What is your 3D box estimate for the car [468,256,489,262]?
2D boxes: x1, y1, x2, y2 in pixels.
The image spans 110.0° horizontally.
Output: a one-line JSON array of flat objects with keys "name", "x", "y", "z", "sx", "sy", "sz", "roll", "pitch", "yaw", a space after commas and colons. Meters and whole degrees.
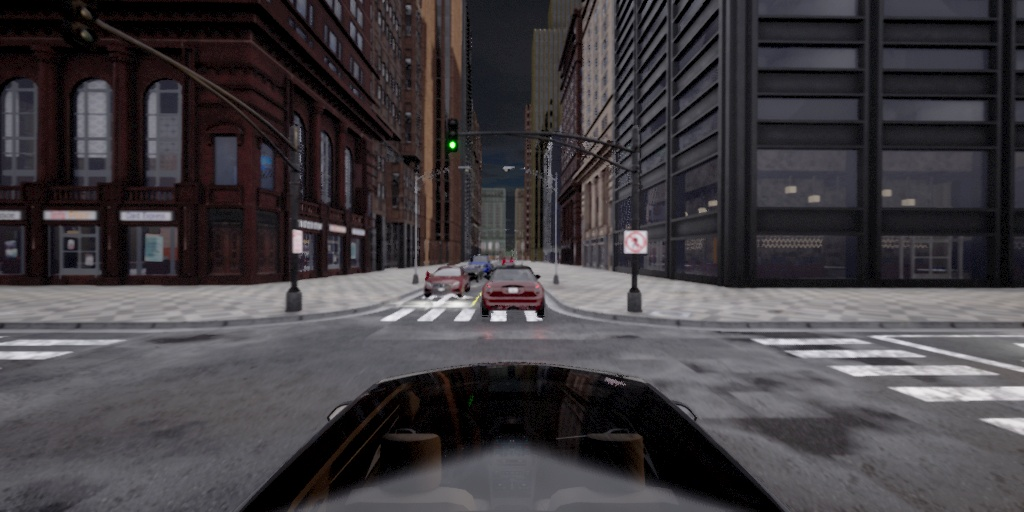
[{"name": "car", "x": -3.387, "y": 0.993, "z": 37.999, "sx": 2.150, "sy": 2.045, "sz": 5.566, "roll": 0, "pitch": 0, "yaw": -1}]

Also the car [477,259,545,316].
[{"name": "car", "x": 0.014, "y": 1.106, "z": 13.438, "sx": 2.097, "sy": 1.767, "sz": 4.553, "roll": 0, "pitch": 0, "yaw": -1}]

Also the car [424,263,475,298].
[{"name": "car", "x": -3.251, "y": 1.274, "z": 18.798, "sx": 1.812, "sy": 1.442, "sz": 4.674, "roll": 0, "pitch": 0, "yaw": 0}]

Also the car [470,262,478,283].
[{"name": "car", "x": -3.343, "y": 1.359, "z": 28.154, "sx": 1.895, "sy": 1.301, "sz": 4.718, "roll": 0, "pitch": 0, "yaw": 0}]

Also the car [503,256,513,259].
[{"name": "car", "x": -0.669, "y": 1.050, "z": 60.478, "sx": 2.150, "sy": 2.045, "sz": 5.566, "roll": 0, "pitch": 0, "yaw": -1}]
